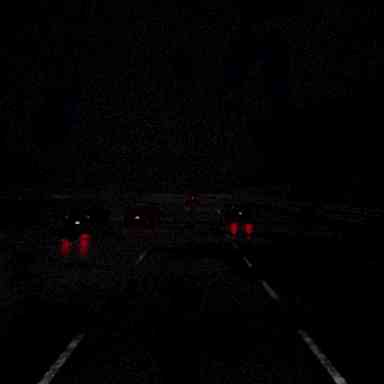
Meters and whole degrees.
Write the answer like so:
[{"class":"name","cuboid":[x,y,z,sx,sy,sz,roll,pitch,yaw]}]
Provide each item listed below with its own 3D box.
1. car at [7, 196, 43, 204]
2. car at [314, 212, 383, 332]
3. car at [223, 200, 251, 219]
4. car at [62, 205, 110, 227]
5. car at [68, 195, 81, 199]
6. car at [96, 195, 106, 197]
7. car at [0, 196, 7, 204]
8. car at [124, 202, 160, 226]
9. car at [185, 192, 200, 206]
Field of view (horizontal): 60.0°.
[{"class":"car","cuboid":[-21.010,1.358,42.766,2.033,1.411,5.357,0,0,0]},{"class":"car","cuboid":[3.608,1.213,4.575,2.150,2.045,5.566,0,0,0]},{"class":"car","cuboid":[3.657,1.394,27.584,2.128,1.511,4.902,0,0,0]},{"class":"car","cuboid":[-6.854,1.533,22.178,1.895,1.301,4.718,0,0,0]},{"class":"car","cuboid":[-27.835,1.375,78.837,1.837,1.490,4.892,0,-1,0]},{"class":"car","cuboid":[-17.399,1.293,63.287,2.128,1.511,4.902,0,0,1]},{"class":"car","cuboid":[-24.508,1.304,42.423,2.128,1.511,4.902,0,0,0]},{"class":"car","cuboid":[-3.353,1.406,22.911,1.882,1.535,5.008,0,0,0]},{"class":"car","cuboid":[0.108,1.003,51.399,2.150,2.045,5.566,0,0,0]}]
